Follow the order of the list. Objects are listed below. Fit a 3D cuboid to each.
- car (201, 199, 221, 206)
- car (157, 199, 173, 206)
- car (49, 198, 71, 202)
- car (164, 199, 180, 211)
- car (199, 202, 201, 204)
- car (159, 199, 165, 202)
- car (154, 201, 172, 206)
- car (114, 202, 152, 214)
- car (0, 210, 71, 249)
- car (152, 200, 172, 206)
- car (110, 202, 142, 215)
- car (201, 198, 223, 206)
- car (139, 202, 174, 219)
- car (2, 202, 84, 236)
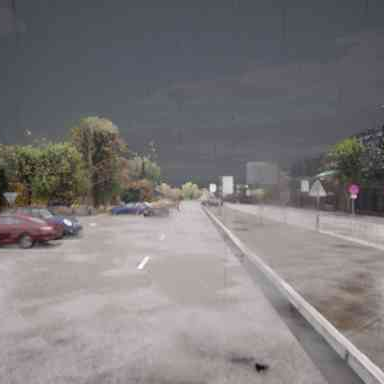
[{"bbox_3d":[5.402,2.887,94.545,5.566,2.045,2.435,0,-1,0],"label":"car"},{"bbox_3d":[-7.618,3.005,94.606,4.553,1.767,2.185,0,-1,0],"label":"car"},{"bbox_3d":[-26.217,2.046,65.690,4.553,1.767,2.097,1,2,0],"label":"car"},{"bbox_3d":[-2.929,2.184,53.060,1.812,1.442,4.674,0,-1,1],"label":"car"},{"bbox_3d":[5.332,2.685,86.138,5.566,2.045,2.435,0,-1,0],"label":"car"},{"bbox_3d":[-7.763,2.813,80.684,5.008,1.535,2.097,0,-1,1],"label":"car"},{"bbox_3d":[-7.698,3.034,89.036,4.674,1.452,2.002,0,-1,1],"label":"car"},{"bbox_3d":[-8.073,2.205,45.783,4.892,1.521,2.231,0,-1,0],"label":"car"},{"bbox_3d":[-8.310,1.714,15.006,4.674,1.452,2.002,0,-1,0],"label":"car"},{"bbox_3d":[-7.724,2.930,86.251,5.008,1.535,2.097,0,-1,1],"label":"car"},{"bbox_3d":[-8.105,2.187,42.507,4.674,1.452,2.002,0,-1,1],"label":"car"},{"bbox_3d":[5.341,2.877,83.332,4.892,1.521,2.231,0,-1,1],"label":"car"},{"bbox_3d":[-3.754,2.111,36.184,1.994,1.385,4.181,1,-1,12],"label":"car"},{"bbox_3d":[-8.354,1.601,18.179,4.553,1.767,2.185,0,-1,0],"label":"car"}]
